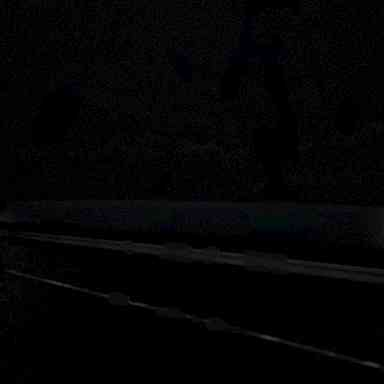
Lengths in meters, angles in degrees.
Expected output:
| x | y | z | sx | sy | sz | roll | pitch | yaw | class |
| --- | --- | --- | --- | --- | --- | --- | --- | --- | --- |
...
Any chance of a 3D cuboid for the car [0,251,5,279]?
| x | y | z | sx | sy | sz | roll | pitch | yaw | class |
| --- | --- | --- | --- | --- | --- | --- | --- | --- | --- |
| -6.832 | 1.672 | 8.858 | 4.181 | 1.385 | 1.994 | -1 | 0 | 35 | car |
